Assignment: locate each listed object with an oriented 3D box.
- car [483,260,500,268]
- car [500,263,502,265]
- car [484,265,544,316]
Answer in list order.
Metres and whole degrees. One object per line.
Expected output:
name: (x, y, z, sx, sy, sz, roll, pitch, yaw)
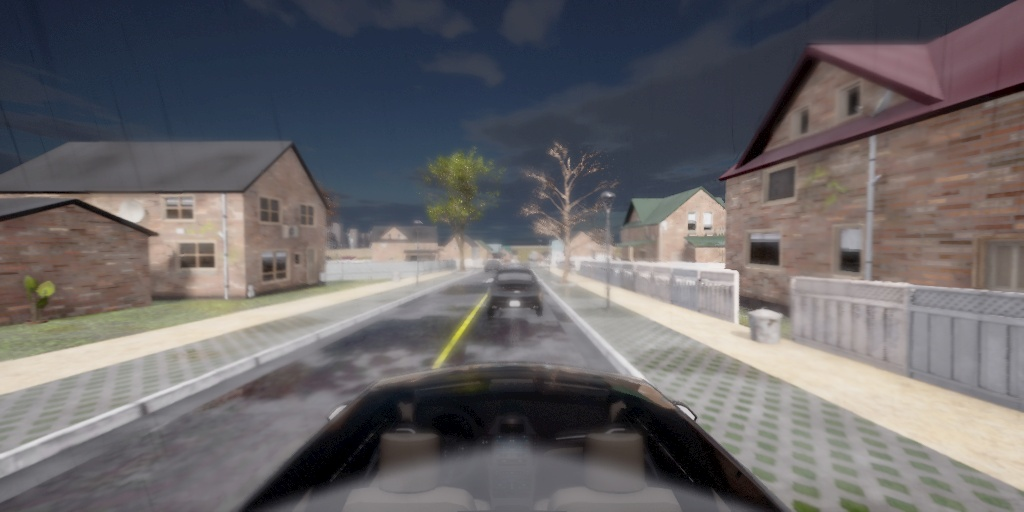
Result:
car: (-2.247, 1.247, 42.607, 1.837, 1.490, 4.892, 0, -1, 2)
car: (0.306, 1.321, 27.846, 1.895, 1.301, 4.718, 0, 0, 1)
car: (0.122, 1.231, 13.263, 1.837, 1.490, 4.892, 0, -1, 1)
